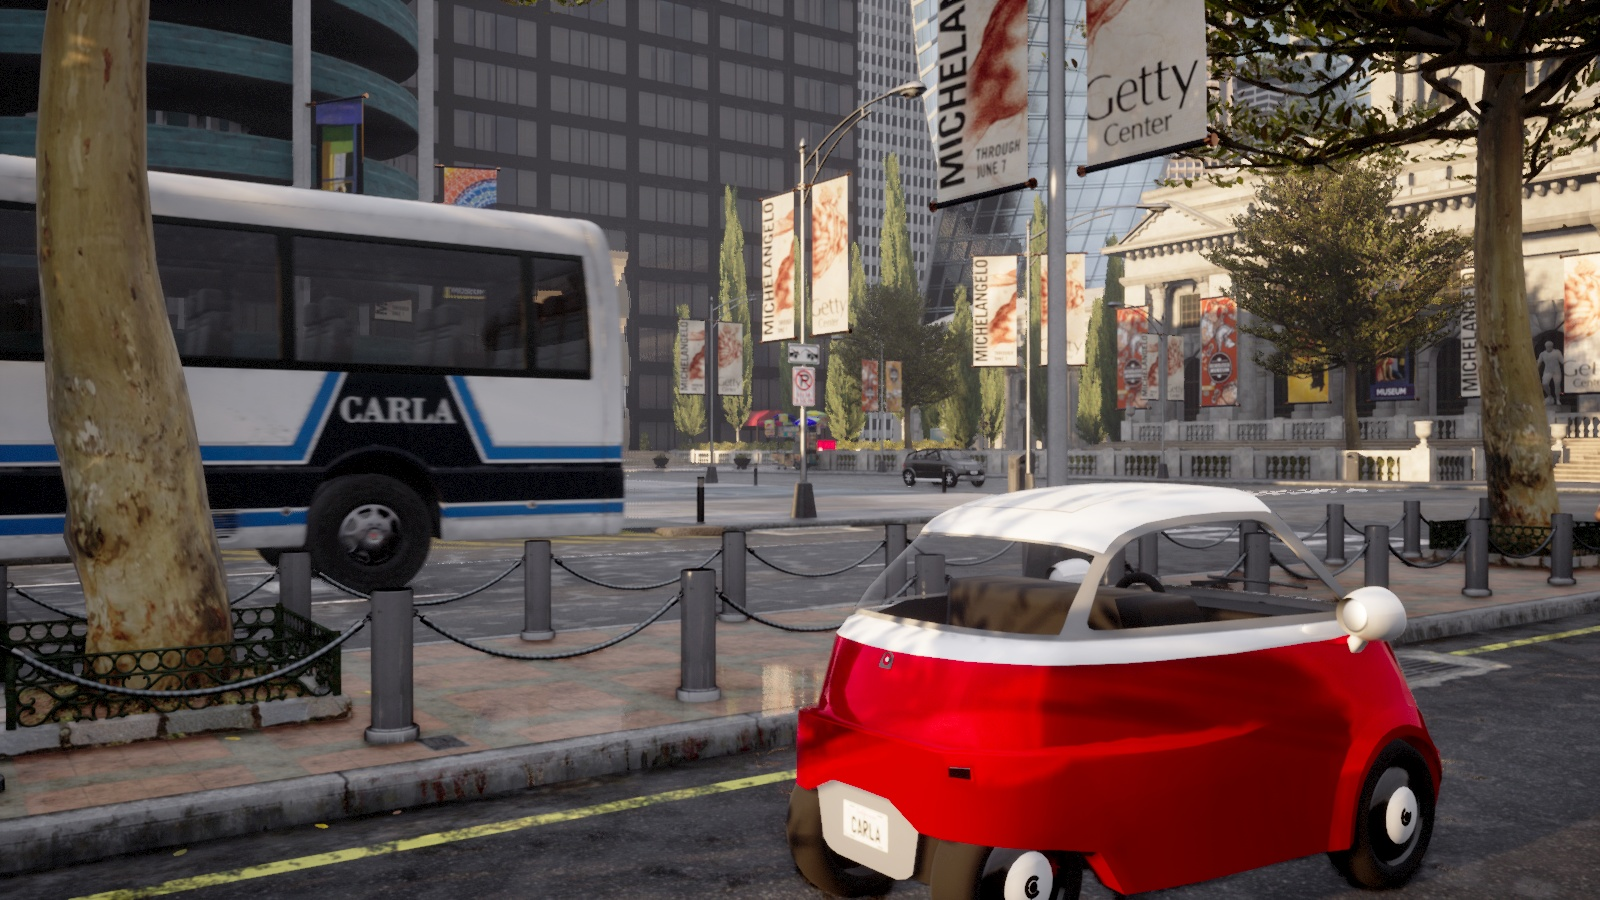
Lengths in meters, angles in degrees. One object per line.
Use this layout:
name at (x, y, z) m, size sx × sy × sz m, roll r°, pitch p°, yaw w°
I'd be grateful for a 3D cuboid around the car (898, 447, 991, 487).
car at (5.844, 0.679, 51.130) m, size 1.789 × 1.549 × 3.705 m, roll 0°, pitch 0°, yaw -35°

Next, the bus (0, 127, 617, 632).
bus at (-7.375, -0.590, 12.505) m, size 10.273 × 4.253 × 3.944 m, roll 0°, pitch 0°, yaw -35°

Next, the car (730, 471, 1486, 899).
car at (1.090, 0.793, 4.418) m, size 2.207 × 1.376 × 1.481 m, roll -1°, pitch 0°, yaw -35°

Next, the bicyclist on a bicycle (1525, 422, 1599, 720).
bicyclist on a bicycle at (4.973, 0.651, 7.184) m, size 1.509 × 1.612 × 0.866 m, roll 0°, pitch 0°, yaw -35°
